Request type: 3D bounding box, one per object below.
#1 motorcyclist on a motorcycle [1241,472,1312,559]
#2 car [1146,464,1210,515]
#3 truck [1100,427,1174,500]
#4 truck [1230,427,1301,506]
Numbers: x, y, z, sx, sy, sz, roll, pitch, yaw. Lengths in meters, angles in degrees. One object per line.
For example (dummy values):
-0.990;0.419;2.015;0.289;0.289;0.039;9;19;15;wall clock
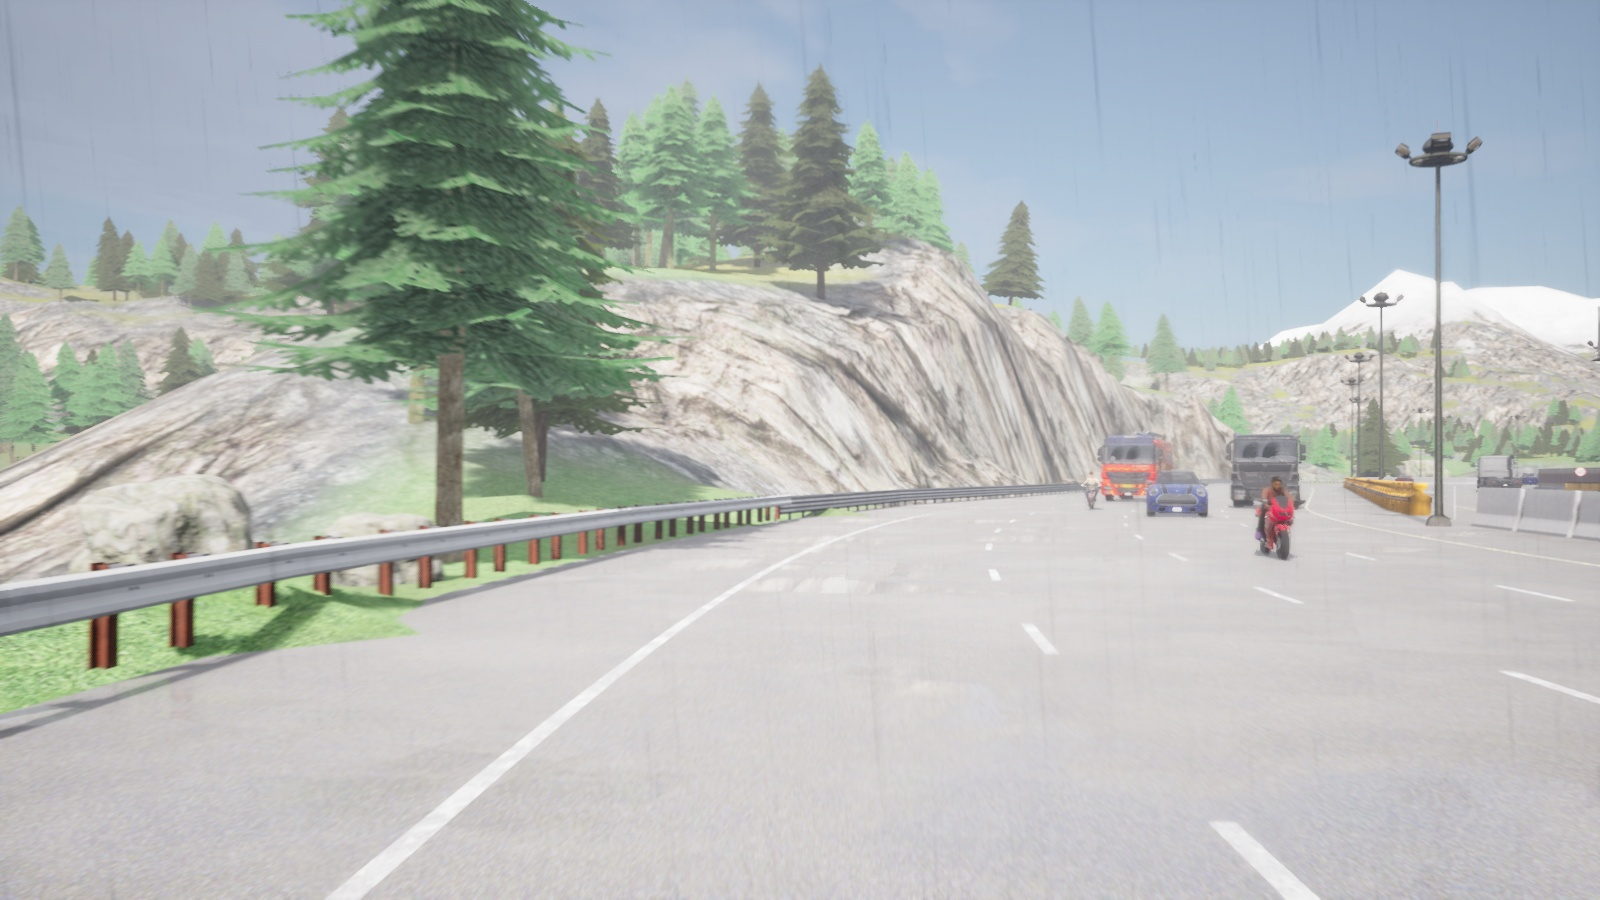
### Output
8.789;1.169;23.228;0.797;1.523;2.044;1;-1;8;motorcyclist on a motorcycle
13.753;1.413;45.758;2.097;1.767;4.553;0;-1;16;car
18.861;0.783;69.905;2.891;3.827;8.468;0;-1;23;truck
22.045;0.783;59.211;2.891;3.462;7.936;0;-1;22;truck
